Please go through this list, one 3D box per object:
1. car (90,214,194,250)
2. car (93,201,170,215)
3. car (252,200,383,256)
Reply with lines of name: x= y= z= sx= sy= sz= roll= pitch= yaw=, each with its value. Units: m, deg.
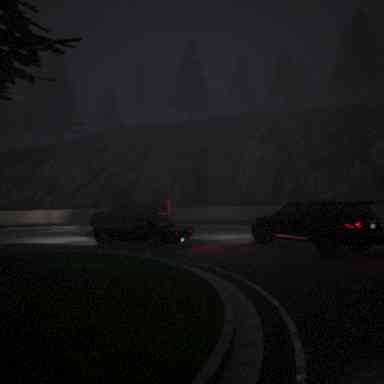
car: x=-2.421 y=1.879 z=15.784 sx=4.718 sy=1.301 sz=1.895 roll=-1 pitch=-1 yaw=27
car: x=-4.272 y=1.640 z=23.305 sx=5.566 sy=2.045 sz=2.150 roll=-1 pitch=-1 yaw=9
car: x=4.945 y=1.342 z=13.945 sx=2.150 sy=2.045 sz=5.566 roll=0 pitch=-1 yaw=-31
